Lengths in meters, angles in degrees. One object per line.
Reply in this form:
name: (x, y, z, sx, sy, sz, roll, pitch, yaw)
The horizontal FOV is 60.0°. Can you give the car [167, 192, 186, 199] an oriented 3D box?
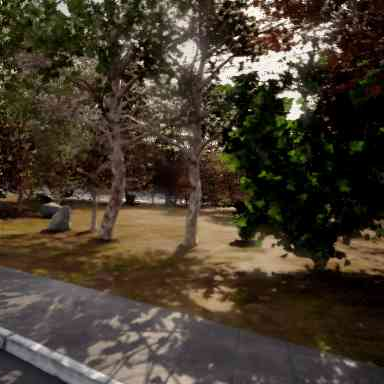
car: (-4.584, 1.030, 94.668, 2.435, 2.045, 5.566, 6, 2, 41)
